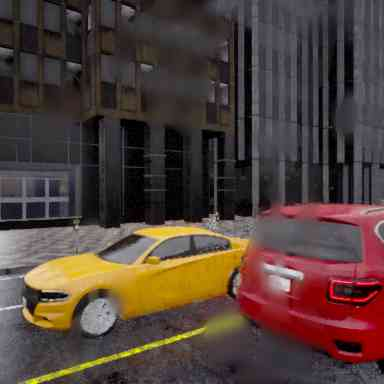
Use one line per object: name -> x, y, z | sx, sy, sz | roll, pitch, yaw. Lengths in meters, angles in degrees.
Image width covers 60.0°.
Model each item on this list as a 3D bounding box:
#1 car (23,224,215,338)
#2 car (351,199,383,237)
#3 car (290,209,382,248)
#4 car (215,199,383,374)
car -> -0.648, 1.477, 6.779 | 5.008, 1.535, 1.882 | 0, 0, -36
car -> 11.275, 1.314, 18.559 | 5.009, 1.841, 2.192 | 0, 0, -35
car -> 6.687, 1.565, 15.285 | 4.313, 1.339, 1.947 | 0, 0, -35
car -> 3.259, 1.220, 5.636 | 5.566, 2.045, 2.150 | 0, 0, -36
